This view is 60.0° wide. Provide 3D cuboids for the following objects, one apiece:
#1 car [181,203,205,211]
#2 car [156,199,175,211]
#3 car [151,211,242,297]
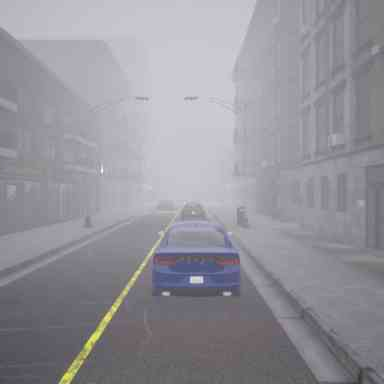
[{"bbox_3d":[0.092,1.559,27.592,1.994,1.385,4.181,0,0,0],"label":"car"},{"bbox_3d":[-3.084,1.555,39.483,1.994,1.385,4.181,0,0,0],"label":"car"},{"bbox_3d":[0.097,1.477,8.637,1.882,1.535,5.008,0,0,0],"label":"car"}]
